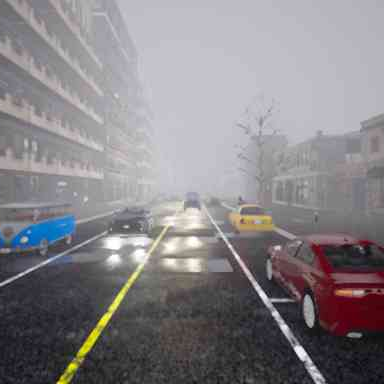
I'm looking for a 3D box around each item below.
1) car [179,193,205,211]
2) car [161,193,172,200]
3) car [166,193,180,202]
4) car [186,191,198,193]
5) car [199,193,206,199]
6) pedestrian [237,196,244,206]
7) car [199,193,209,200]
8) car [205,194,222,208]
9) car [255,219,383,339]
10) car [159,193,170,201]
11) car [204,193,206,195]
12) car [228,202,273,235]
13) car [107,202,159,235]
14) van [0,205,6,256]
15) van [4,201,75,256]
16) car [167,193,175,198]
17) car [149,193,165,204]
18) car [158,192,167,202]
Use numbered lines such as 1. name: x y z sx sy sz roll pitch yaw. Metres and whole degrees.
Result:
1. car: 0.054 1.222 36.511 2.128 1.511 4.902 0 0 0
2. car: -5.684 1.039 74.925 2.008 1.369 4.403 0 0 0
3. car: -3.033 1.146 59.223 1.994 1.385 4.181 0 0 1
4. car: 0.007 0.871 48.737 2.150 2.045 5.566 0 0 0
5. car: 2.697 0.969 86.311 1.887 1.381 4.507 0 0 0
6. pedestrian: 3.003 1.136 20.747 0.375 1.860 0.375 0 1 0
7. car: 2.696 1.039 74.919 2.008 1.369 4.403 0 0 0
8. car: 2.692 1.283 40.740 1.802 1.307 4.206 0 0 0
9. car: 2.688 1.494 6.561 1.887 1.381 4.507 0 0 0
10. car: -5.686 0.962 69.227 1.967 1.590 4.097 0 0 0
11. car: 2.693 1.230 46.437 1.947 1.339 4.313 0 0 0
12. car: 3.002 1.321 17.759 1.801 1.575 5.366 0 0 0
13. car: -3.097 1.430 17.626 1.994 1.385 4.181 0 0 0
14. van: -5.694 1.290 6.563 1.690 1.788 3.998 0 0 0
15. van: -5.693 1.247 12.260 1.690 1.788 3.998 0 0 0
16. car: -5.682 0.959 92.014 1.947 1.339 4.313 0 0 0
17. car: -5.687 1.209 52.137 1.802 1.307 4.206 0 0 0
18. car: -5.687 0.871 63.529 2.192 1.841 5.009 0 0 0
